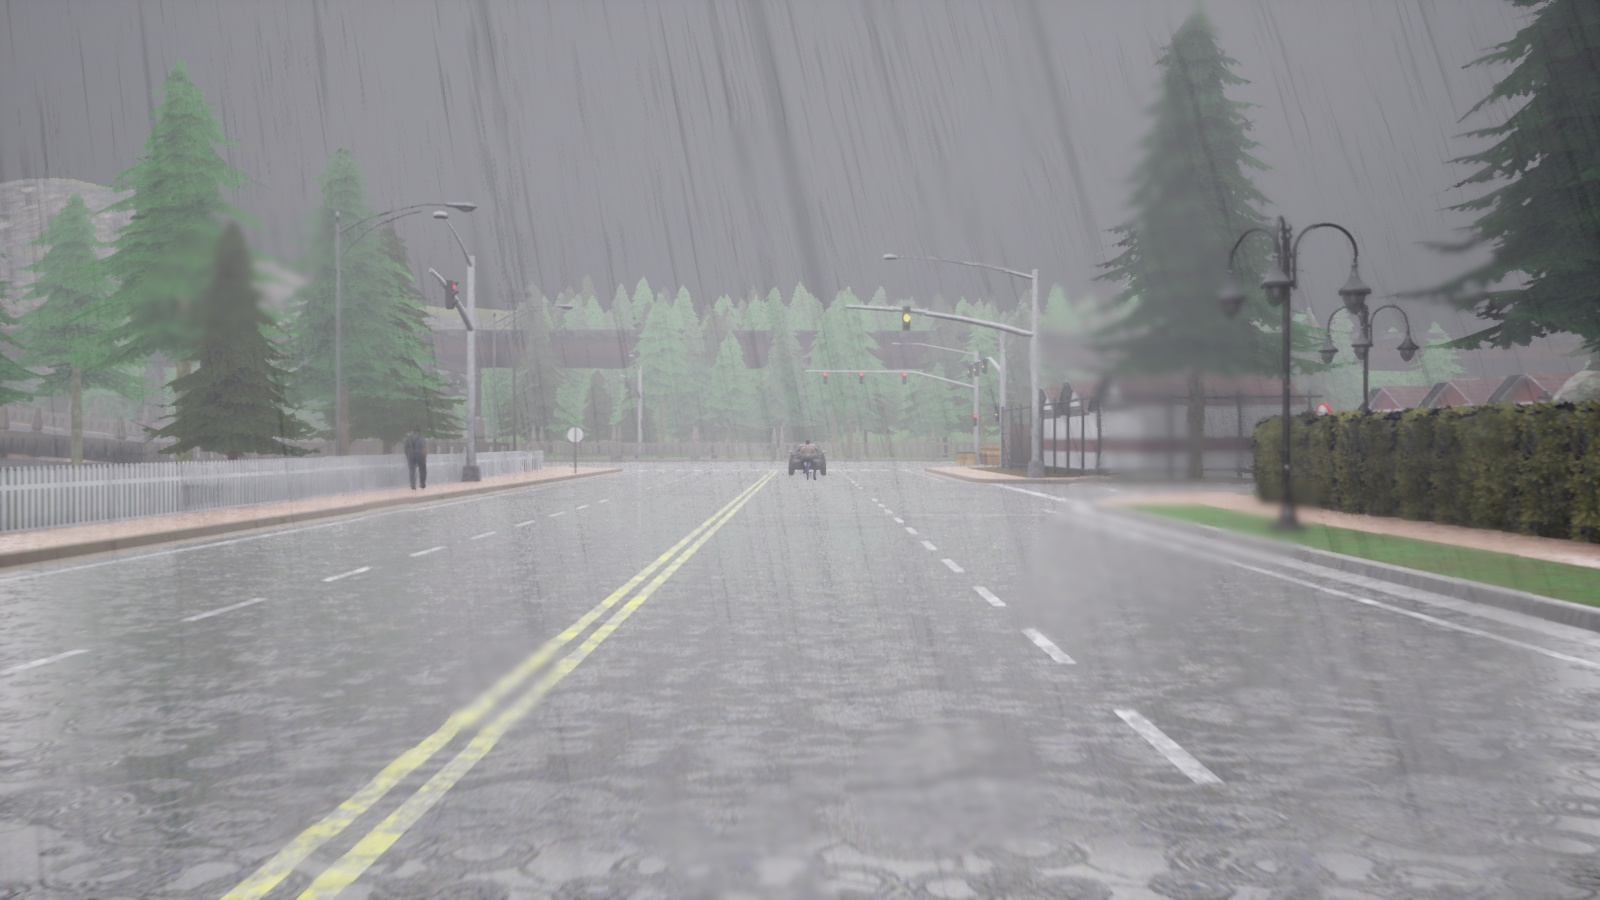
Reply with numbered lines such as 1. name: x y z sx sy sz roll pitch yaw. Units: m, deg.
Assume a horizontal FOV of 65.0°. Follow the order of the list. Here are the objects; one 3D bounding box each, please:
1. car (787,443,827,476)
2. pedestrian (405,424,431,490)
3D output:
1. car: 0.349 0.428 58.922 1.816 1.474 4.193 0 0 0
2. pedestrian: -10.760 0.197 35.362 0.540 1.848 0.694 0 0 -1
